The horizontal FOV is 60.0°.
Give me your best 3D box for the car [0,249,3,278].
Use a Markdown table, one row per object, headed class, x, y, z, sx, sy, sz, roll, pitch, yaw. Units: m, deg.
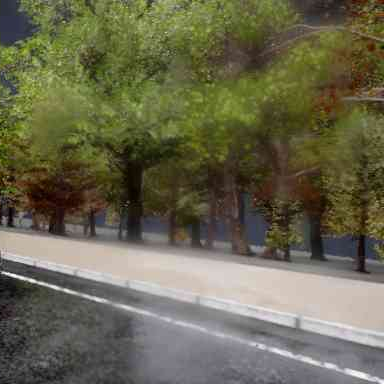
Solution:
| class | x | y | z | sx | sy | sz | roll | pitch | yaw |
| --- | --- | --- | --- | --- | --- | --- | --- | --- | --- |
| car | -6.456 | 1.535 | 8.255 | 4.674 | 1.442 | 1.812 | 0 | 0 | 36 |
